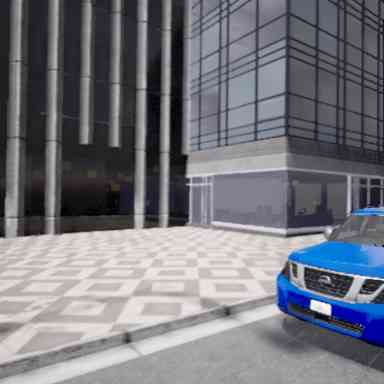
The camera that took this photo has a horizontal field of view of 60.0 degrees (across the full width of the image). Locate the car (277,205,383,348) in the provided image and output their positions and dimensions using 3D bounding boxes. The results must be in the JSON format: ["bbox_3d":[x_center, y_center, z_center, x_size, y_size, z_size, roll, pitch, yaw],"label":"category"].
[{"bbox_3d":[4.048,1.288,6.273,5.566,2.045,2.150,1,0,-36],"label":"car"}]
